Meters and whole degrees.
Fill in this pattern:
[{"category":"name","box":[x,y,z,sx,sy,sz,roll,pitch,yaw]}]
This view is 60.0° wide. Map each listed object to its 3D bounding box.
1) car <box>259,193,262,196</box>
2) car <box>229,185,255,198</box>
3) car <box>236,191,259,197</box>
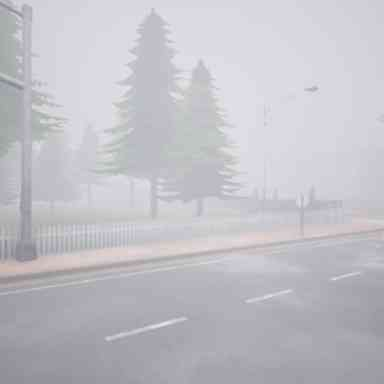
[{"category":"car","box":[13.178,0.167,74.193,1.895,1.301,4.718,0,7,-37]},{"category":"car","box":[10.656,-0.167,71.725,2.150,2.045,5.566,0,7,-37]},{"category":"car","box":[8.606,0.911,56.850,2.097,1.767,4.553,0,4,-37]}]
